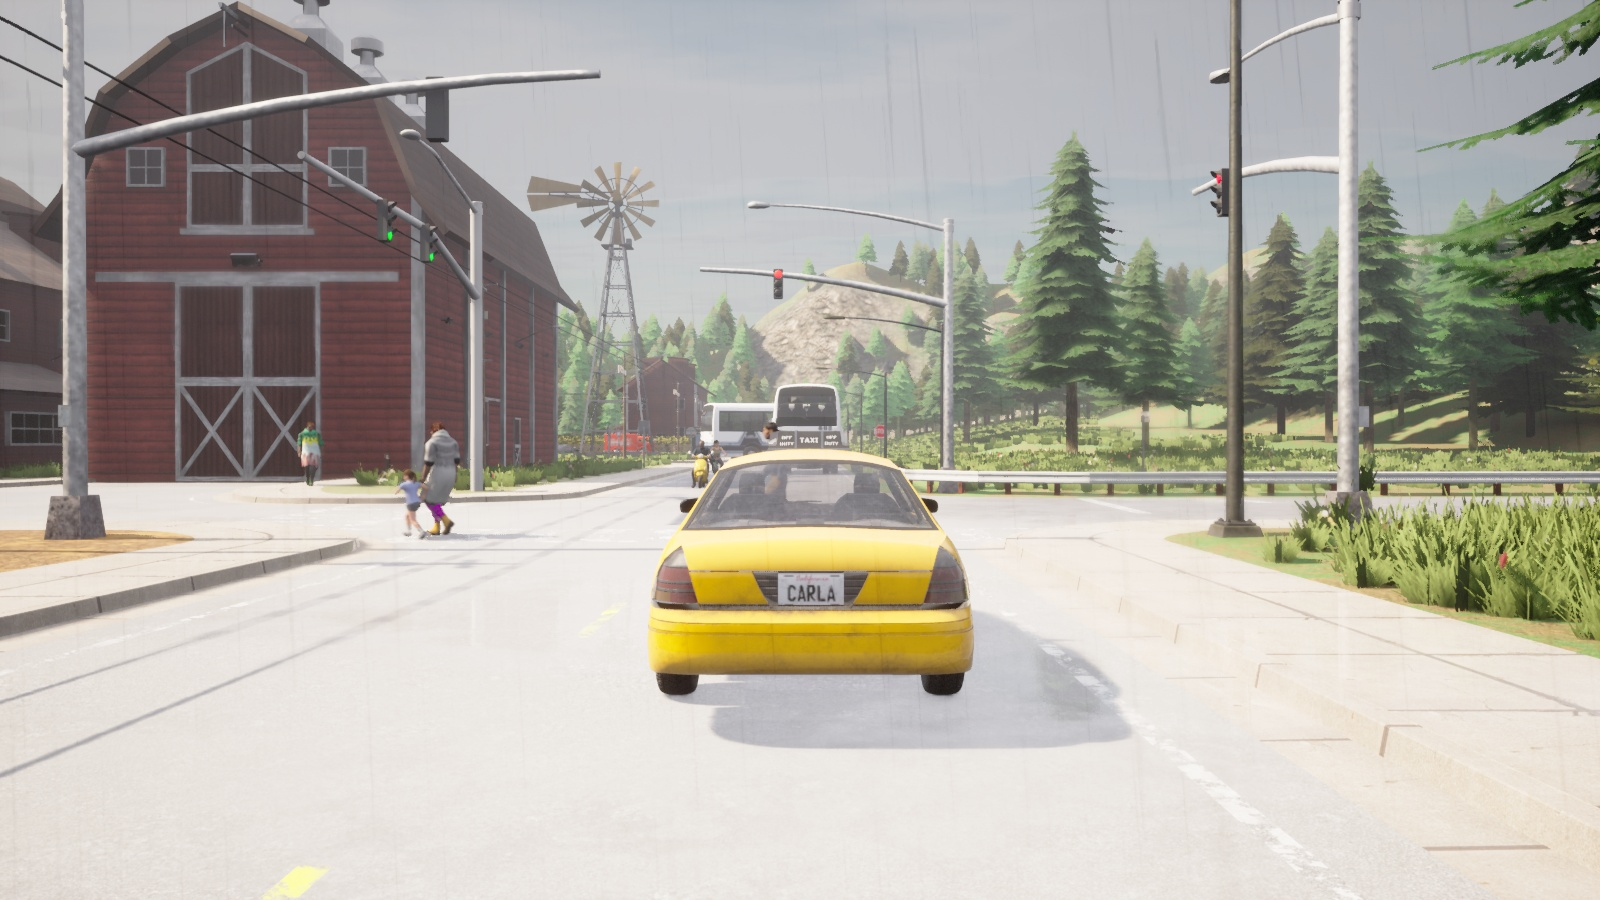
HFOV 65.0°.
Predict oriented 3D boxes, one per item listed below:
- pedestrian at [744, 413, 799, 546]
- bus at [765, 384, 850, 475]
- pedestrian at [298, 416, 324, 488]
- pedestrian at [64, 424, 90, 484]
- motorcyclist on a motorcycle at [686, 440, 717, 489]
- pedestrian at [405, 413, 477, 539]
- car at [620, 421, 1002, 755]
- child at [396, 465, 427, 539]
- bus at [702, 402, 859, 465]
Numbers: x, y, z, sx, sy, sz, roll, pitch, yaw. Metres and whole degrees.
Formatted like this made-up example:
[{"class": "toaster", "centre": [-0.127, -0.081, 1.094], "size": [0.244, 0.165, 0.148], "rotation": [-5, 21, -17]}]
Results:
[{"class": "pedestrian", "centre": [-0.424, 0.435, 18.622], "size": [0.788, 1.949, 0.423], "rotation": [0, 0, 2]}, {"class": "bus", "centre": [0.361, -0.989, 63.582], "size": [3.944, 4.253, 10.273], "rotation": [0, 0, 0]}, {"class": "pedestrian", "centre": [-13.624, 0.053, 34.968], "size": [0.659, 1.952, 0.873], "rotation": [0, 0, -22]}, {"class": "pedestrian", "centre": [-22.509, 0.123, 39.102], "size": [0.634, 1.846, 0.331], "rotation": [0, 0, -1]}, {"class": "motorcyclist on a motorcycle", "centre": [-3.259, 0.462, 41.690], "size": [0.866, 1.590, 1.817], "rotation": [0, 0, 0]}, {"class": "pedestrian", "centre": [-5.666, 0.397, 19.833], "size": [0.873, 1.952, 0.659], "rotation": [0, 0, 25]}, {"class": "car", "centre": [0.063, 0.637, 8.603], "size": [1.801, 1.575, 5.366], "rotation": [0, 0, 0]}, {"class": "child", "centre": [-5.972, 0.791, 19.298], "size": [0.394, 1.110, 0.255], "rotation": [0, 0, 25]}, {"class": "bus", "centre": [-1.369, -1.126, 88.499], "size": [10.273, 4.253, 3.944], "rotation": [0, 0, -21]}]
